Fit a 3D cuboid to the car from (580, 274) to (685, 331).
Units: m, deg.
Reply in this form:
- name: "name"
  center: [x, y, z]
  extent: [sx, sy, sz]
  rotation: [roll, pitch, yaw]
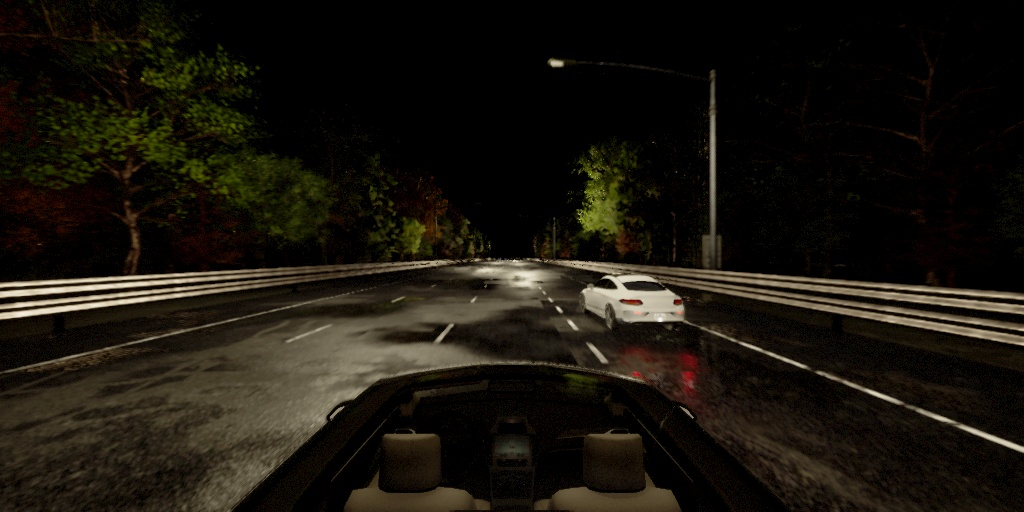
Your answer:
- name: "car"
  center: [3.422, 1.279, 10.920]
  extent: [1.812, 1.442, 4.674]
  rotation: [0, 0, -3]
